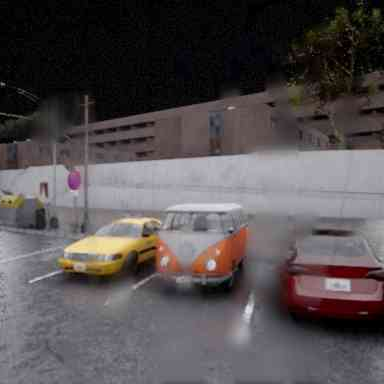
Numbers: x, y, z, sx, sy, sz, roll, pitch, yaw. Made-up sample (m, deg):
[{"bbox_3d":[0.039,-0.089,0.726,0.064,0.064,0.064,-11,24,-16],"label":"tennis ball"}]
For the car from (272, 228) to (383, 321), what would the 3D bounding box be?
[{"bbox_3d":[2.896,1.531,7.446,2.163,1.488,4.792,0,-1,15],"label":"car"}]

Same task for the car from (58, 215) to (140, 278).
[{"bbox_3d":[-2.017,1.530,10.693,1.946,1.575,5.366,0,-1,15],"label":"car"}]

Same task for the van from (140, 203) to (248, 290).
[{"bbox_3d":[0.432,1.291,9.035,1.878,1.987,4.442,0,-1,15],"label":"van"}]
